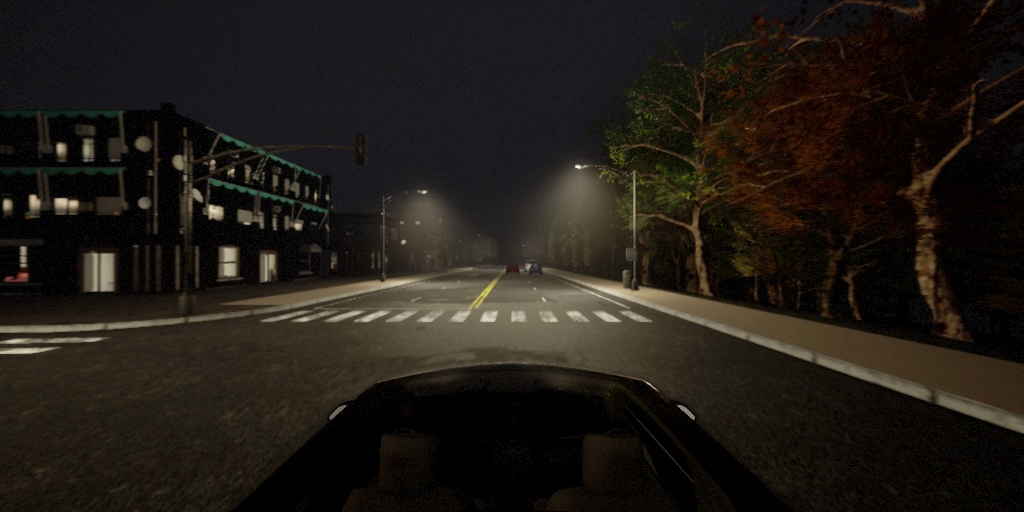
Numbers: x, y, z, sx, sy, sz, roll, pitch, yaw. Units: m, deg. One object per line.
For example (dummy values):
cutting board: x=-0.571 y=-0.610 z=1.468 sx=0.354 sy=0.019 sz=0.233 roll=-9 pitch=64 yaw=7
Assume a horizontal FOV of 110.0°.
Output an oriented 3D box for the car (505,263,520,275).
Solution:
car: x=0.094 y=1.853 z=50.630 sx=1.882 sy=1.535 sz=5.008 roll=0 pitch=-1 yaw=0

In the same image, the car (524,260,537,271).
car: x=3.268 y=1.732 z=61.346 sx=2.150 sy=2.045 sz=5.566 roll=0 pitch=-1 yaw=0

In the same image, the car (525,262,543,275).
car: x=3.347 y=1.923 z=50.654 sx=2.033 sy=1.411 sz=5.357 roll=0 pitch=-1 yaw=0
